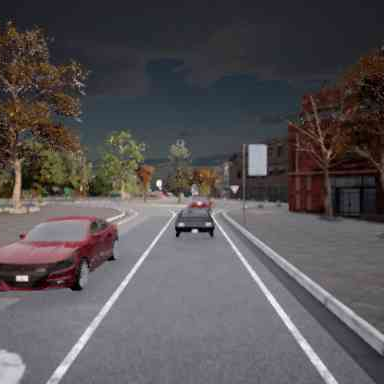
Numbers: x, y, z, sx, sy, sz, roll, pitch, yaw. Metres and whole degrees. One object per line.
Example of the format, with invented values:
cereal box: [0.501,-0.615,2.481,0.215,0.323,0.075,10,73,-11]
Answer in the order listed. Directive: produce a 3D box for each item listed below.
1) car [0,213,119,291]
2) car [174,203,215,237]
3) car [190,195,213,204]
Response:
car: [-3.322,1.410,9.021,1.882,1.535,5.008,0,0,0]
car: [0.136,1.474,17.240,1.895,1.301,4.718,0,0,0]
car: [0.971,1.101,32.912,2.097,1.767,4.553,0,1,8]
